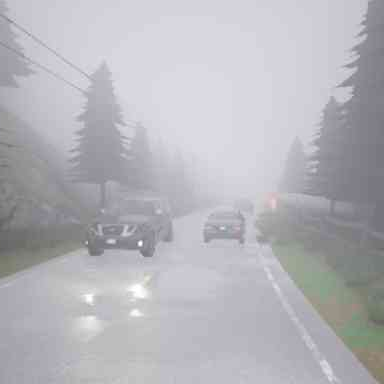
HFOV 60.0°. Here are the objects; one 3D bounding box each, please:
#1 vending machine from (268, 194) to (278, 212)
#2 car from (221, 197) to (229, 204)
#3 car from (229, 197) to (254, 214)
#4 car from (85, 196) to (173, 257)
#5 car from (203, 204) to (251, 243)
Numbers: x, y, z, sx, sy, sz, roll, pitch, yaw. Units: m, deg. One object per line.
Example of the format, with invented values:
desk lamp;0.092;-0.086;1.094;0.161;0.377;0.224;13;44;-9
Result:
vending machine;9.364;1.231;38.377;1.100;2.100;0.880;0;0;12
car;5.931;1.569;52.858;2.033;1.411;5.357;0;0;14
car;5.519;1.372;35.701;2.097;1.767;4.553;0;0;11
car;-2.192;1.213;13.284;2.150;2.045;5.566;0;0;8
car;1.700;1.553;16.266;2.033;1.411;5.357;0;0;10
